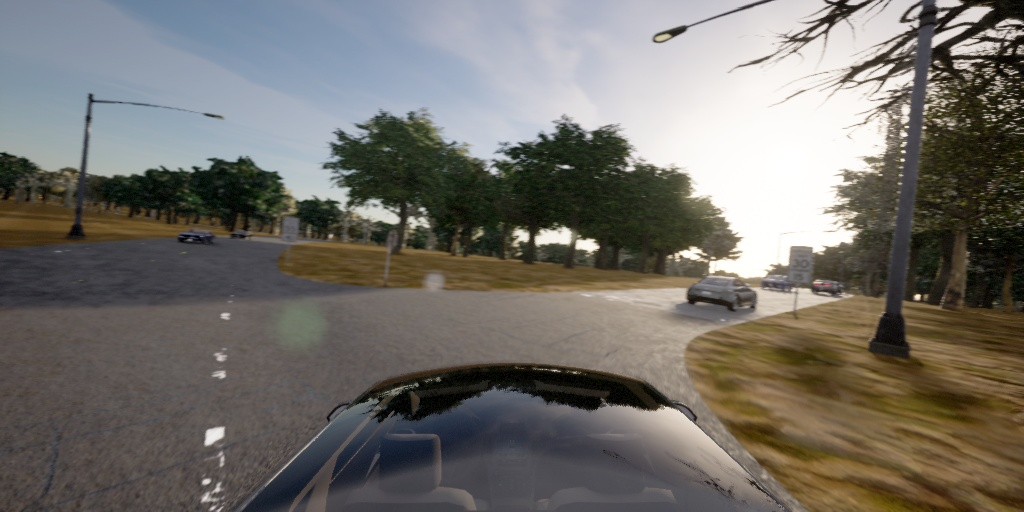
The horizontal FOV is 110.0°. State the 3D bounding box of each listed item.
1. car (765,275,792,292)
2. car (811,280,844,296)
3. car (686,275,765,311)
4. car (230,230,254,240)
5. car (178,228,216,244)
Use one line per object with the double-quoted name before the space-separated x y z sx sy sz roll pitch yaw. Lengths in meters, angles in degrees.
"car" 26.662 2.663 36.052 5.008 1.535 1.882 5 1 -43
"car" 32.912 3.283 37.710 4.902 1.511 2.128 5 1 -44
"car" 9.791 1.630 16.609 4.181 1.385 1.994 3 2 -42
"car" -37.651 -2.931 50.026 1.895 1.301 4.718 6 1 -25
"car" -28.877 -1.829 32.944 1.895 1.301 4.718 6 1 -29
